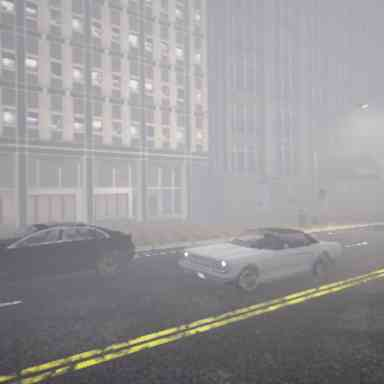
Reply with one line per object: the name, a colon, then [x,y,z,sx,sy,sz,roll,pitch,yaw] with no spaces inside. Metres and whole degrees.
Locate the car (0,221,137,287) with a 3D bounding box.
car: [-3.890,1.577,8.940,4.902,1.511,2.128,0,-1,-36]

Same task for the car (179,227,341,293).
car: [2.014,1.688,9.211,4.718,1.301,1.895,0,-1,-36]
